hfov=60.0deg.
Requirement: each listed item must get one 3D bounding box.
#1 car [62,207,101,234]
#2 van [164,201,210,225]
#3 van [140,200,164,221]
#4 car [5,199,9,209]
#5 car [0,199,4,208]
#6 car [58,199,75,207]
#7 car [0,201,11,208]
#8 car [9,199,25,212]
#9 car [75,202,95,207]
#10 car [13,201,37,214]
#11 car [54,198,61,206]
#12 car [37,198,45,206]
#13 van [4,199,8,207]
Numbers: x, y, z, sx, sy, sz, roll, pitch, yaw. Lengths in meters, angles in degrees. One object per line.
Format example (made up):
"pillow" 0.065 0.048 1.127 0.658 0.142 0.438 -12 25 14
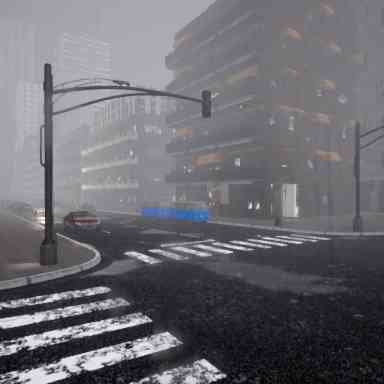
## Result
"car" -7.263 1.874 21.687 1.802 1.307 4.206 -1 0 -33
"van" -0.277 1.601 26.247 1.690 1.788 3.998 -1 0 -33
"van" -3.353 1.675 30.929 1.690 1.788 3.998 -1 0 -33
"car" -28.796 2.359 54.457 2.008 1.369 4.403 -1 0 -33
"car" -38.049 2.345 68.489 2.192 1.841 5.009 -1 0 -33
"car" -21.899 2.303 59.159 1.752 1.417 4.829 -1 0 -33
"car" -41.134 2.655 73.160 2.008 1.369 4.403 -1 0 -33
"car" -25.723 2.174 49.775 1.967 1.590 4.097 -1 0 -33
"car" -15.652 2.210 49.654 1.802 1.307 4.206 -1 0 -33
"car" -22.644 2.242 45.094 1.802 1.307 4.206 -1 0 -33
"car" -27.962 2.239 68.380 2.192 1.841 5.009 -1 0 -33
"car" -34.114 2.387 77.743 2.192 1.841 5.009 -1 0 -33
"van" -31.877 2.223 59.138 1.690 1.788 3.998 -1 0 -33
